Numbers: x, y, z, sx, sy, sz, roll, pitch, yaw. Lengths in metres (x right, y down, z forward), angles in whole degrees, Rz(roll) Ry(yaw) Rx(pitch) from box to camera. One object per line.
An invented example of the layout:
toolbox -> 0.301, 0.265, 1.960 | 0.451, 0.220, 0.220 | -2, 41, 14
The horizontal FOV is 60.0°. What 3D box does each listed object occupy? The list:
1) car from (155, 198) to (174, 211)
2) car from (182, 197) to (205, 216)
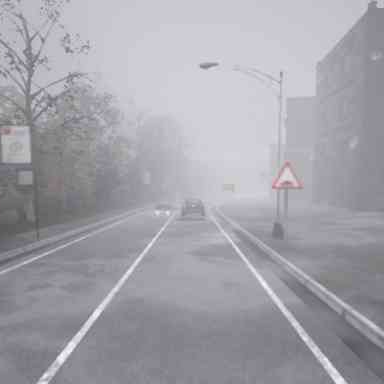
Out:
car -> -3.239, 1.455, 40.625 | 2.033, 1.411, 5.357 | 0, 0, 3
car -> 0.147, 1.294, 31.975 | 2.097, 1.767, 4.553 | 0, 0, 1
